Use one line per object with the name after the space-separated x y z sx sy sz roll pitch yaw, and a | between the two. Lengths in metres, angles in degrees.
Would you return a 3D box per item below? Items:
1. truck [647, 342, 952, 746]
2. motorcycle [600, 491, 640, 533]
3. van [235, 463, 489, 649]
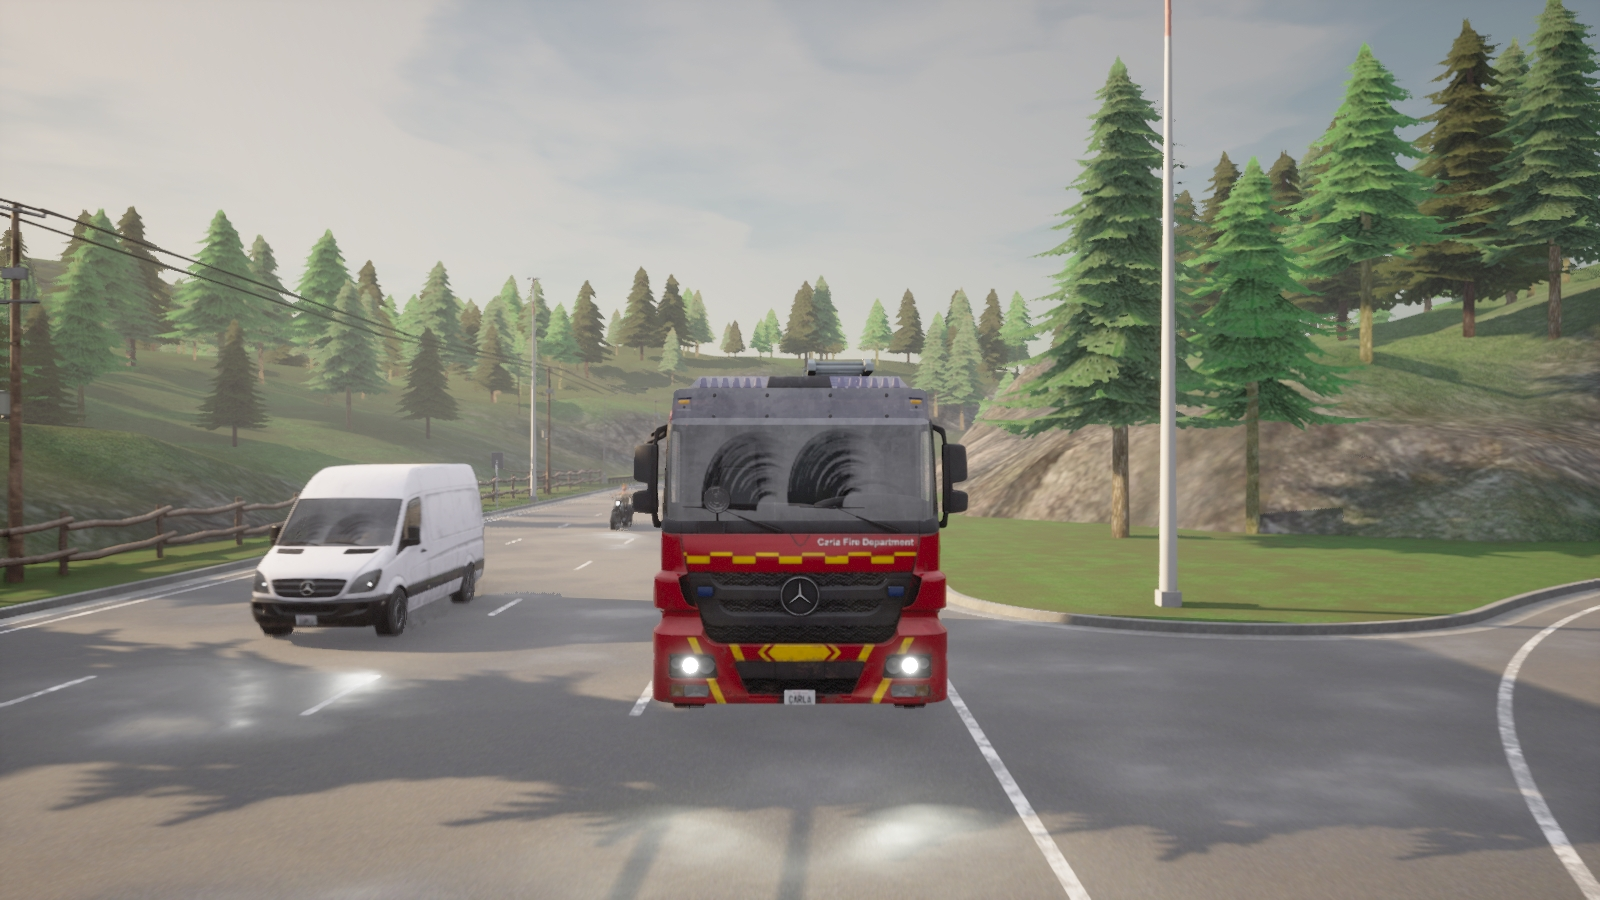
-0.003 0.890 15.061 2.891 3.827 8.468 0 0 0 | truck
-6.276 2.155 40.047 0.764 1.307 2.356 1 0 6 | motorcycle
-7.001 1.534 19.115 1.988 2.561 5.915 0 0 0 | van
